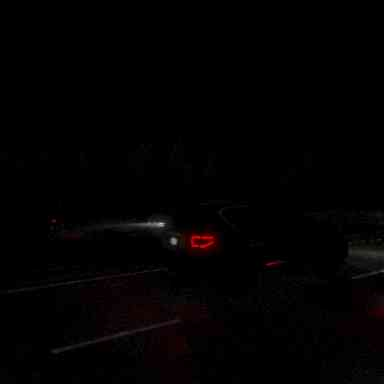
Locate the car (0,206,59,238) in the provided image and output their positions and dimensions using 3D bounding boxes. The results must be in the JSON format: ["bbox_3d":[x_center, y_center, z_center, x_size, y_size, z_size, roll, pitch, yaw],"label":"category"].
[{"bbox_3d":[-9.324,1.557,16.357,4.718,1.301,1.895,0,0,-16],"label":"car"}]

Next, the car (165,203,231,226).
[{"bbox_3d":[0.396,1.523,23.517,4.181,1.385,1.994,0,0,-22],"label":"car"}]

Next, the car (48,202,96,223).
[{"bbox_3d":[-9.360,1.435,23.672,4.902,1.511,2.128,0,0,-17],"label":"car"}]

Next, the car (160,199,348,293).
[{"bbox_3d":[1.833,1.208,9.017,5.566,2.045,2.150,0,0,-33],"label":"car"}]
